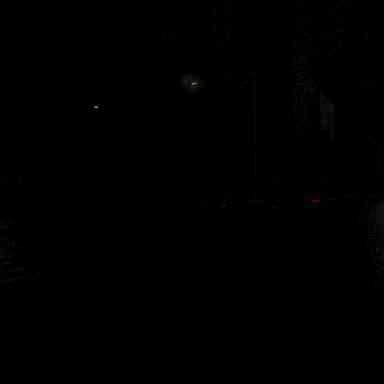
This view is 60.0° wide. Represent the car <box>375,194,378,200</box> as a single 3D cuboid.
[{"bbox_3d":[36.552,1.303,68.717,1.752,1.417,4.829,-1,0,35],"label":"car"}]

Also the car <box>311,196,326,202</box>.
[{"bbox_3d":[26.243,1.418,68.804,1.947,1.339,4.313,0,0,35],"label":"car"}]

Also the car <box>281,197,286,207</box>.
[{"bbox_3d":[13.399,1.455,50.258,1.947,1.339,4.313,0,0,35],"label":"car"}]

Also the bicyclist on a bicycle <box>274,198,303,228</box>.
[{"bbox_3d":[5.304,1.177,18.392,1.656,1.620,0.582,-1,0,35],"label":"bicyclist on a bicycle"}]

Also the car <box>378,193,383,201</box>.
[{"bbox_3d":[42.875,1.359,77.848,1.802,1.307,4.206,-1,0,35],"label":"car"}]

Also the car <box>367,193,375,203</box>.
[{"bbox_3d":[33.244,1.100,63.943,2.192,1.841,5.009,0,0,35],"label":"car"}]

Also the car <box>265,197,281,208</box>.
[{"bbox_3d":[10.092,1.426,45.481,1.752,1.417,4.829,0,0,35],"label":"car"}]

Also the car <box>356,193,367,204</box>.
[{"bbox_3d":[26.823,1.118,54.671,2.192,1.841,5.009,0,0,35],"label":"car"}]

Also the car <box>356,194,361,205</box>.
[{"bbox_3d":[23.614,1.378,50.034,1.947,1.339,4.313,0,0,35],"label":"car"}]

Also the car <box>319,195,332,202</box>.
[{"bbox_3d":[29.453,1.427,73.439,1.802,1.307,4.206,0,0,35],"label":"car"}]

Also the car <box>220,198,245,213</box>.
[{"bbox_3d":[3.766,1.366,36.348,1.967,1.590,4.097,0,0,35],"label":"car"}]

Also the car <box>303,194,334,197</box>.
[{"bbox_3d":[17.338,1.337,45.485,2.128,1.511,4.902,-1,0,35],"label":"car"}]

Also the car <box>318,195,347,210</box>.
[{"bbox_3d":[17.193,1.377,40.763,1.887,1.381,4.507,0,0,35],"label":"car"}]

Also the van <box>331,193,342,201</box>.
[{"bbox_3d":[35.872,1.186,82.713,1.690,1.788,3.998,-1,0,35],"label":"van"}]

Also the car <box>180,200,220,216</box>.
[{"bbox_3d":[0.557,1.524,31.713,1.802,1.307,4.206,0,0,35],"label":"car"}]

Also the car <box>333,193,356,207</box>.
[{"bbox_3d":[20.403,1.137,45.400,2.192,1.841,5.009,0,0,35],"label":"car"}]

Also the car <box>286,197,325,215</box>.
[{"bbox_3d":[10.773,1.424,31.491,1.947,1.339,4.313,0,0,35],"label":"car"}]

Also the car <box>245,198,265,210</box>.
[{"bbox_3d":[6.978,1.494,40.985,1.802,1.307,4.206,0,0,35],"label":"car"}]

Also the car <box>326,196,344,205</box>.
[{"bbox_3d":[23.194,1.354,53.943,1.812,1.442,4.674,-1,0,35],"label":"car"}]

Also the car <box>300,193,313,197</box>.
[{"bbox_3d":[19.821,1.415,59.531,1.887,1.381,4.507,0,0,35],"label":"car"}]
